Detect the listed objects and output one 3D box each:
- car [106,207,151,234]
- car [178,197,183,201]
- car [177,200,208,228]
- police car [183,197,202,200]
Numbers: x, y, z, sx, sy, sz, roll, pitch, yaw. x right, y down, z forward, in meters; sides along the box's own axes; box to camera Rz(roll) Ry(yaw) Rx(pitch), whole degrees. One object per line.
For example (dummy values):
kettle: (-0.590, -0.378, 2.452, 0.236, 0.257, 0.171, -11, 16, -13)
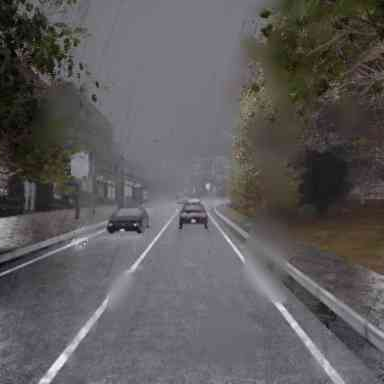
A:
car: (-3.610, 1.606, 19.891, 2.033, 1.411, 5.357, 0, 0, 0)
car: (-1.396, 1.704, 60.697, 1.837, 1.490, 4.892, -1, 0, 10)
car: (0.088, 1.560, 22.790, 2.128, 1.511, 4.902, 0, 0, 0)
police car: (0.295, 1.540, 41.787, 1.930, 1.638, 5.238, 0, 0, 2)
